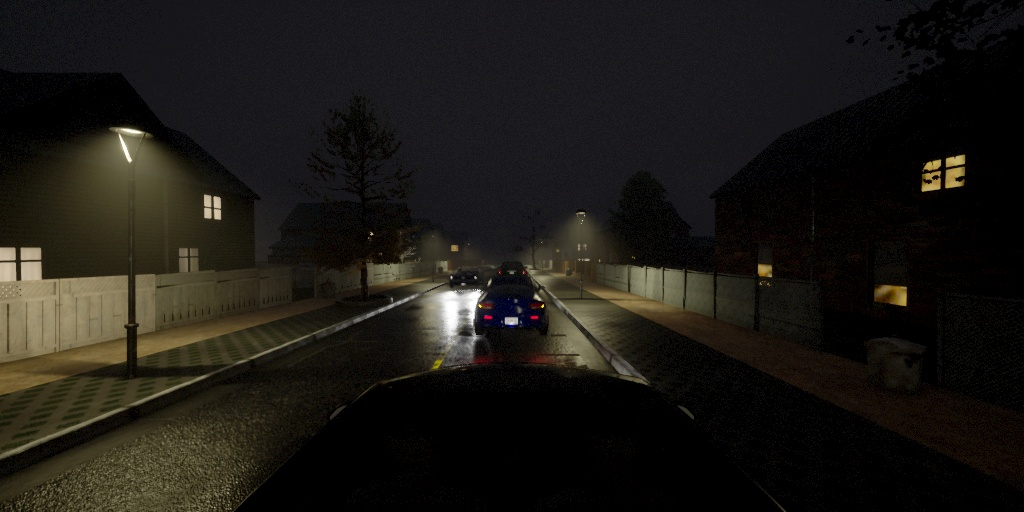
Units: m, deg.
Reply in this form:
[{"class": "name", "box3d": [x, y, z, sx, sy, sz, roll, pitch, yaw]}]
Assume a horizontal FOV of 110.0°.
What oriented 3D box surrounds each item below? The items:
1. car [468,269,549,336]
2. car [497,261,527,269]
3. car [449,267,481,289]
[{"class": "car", "box3d": [-0.014, 1.275, 10.299, 1.812, 1.442, 4.674, 0, 0, 0]}, {"class": "car", "box3d": [0.012, 1.123, 25.250, 2.097, 1.767, 4.553, 0, 0, 0]}, {"class": "car", "box3d": [-2.884, 1.368, 23.494, 1.895, 1.301, 4.718, 0, 0, 0]}]
